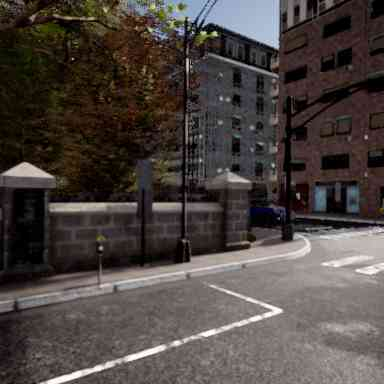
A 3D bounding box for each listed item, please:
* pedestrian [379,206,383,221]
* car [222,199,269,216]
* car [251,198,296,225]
[{"bbox_3d":[14.483,1.610,25.304,0.500,1.100,0.500,2,-1,-35],"label":"pedestrian"},{"bbox_3d":[5.266,1.493,33.402,1.752,1.417,4.829,2,-1,-35],"label":"car"},{"bbox_3d":[5.068,1.257,23.549,2.097,1.767,4.553,1,0,-35],"label":"car"}]
